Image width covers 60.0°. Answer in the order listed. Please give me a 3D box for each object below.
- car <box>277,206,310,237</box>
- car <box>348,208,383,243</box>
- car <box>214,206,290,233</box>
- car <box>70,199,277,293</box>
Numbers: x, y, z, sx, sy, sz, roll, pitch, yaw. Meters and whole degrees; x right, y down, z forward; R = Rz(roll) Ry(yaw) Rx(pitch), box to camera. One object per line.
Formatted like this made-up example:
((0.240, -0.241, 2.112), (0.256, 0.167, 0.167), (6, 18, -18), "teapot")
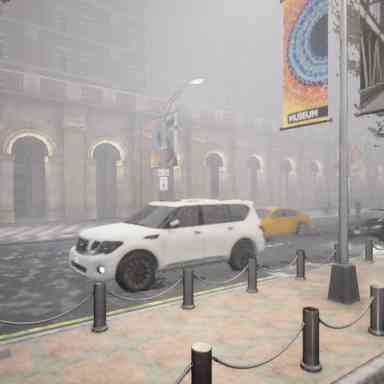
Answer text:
((3.814, 1.477, 16.602), (5.008, 1.535, 1.882), (0, 0, -36), "car")
((9.277, 1.526, 16.236), (4.674, 1.442, 1.812), (0, 0, -36), "car")
((3.782, 1.595, 20.477), (4.718, 1.301, 1.895), (0, 0, -36), "car")
((-0.394, 1.224, 9.257), (5.566, 2.045, 2.150), (0, 0, -36), "car")
